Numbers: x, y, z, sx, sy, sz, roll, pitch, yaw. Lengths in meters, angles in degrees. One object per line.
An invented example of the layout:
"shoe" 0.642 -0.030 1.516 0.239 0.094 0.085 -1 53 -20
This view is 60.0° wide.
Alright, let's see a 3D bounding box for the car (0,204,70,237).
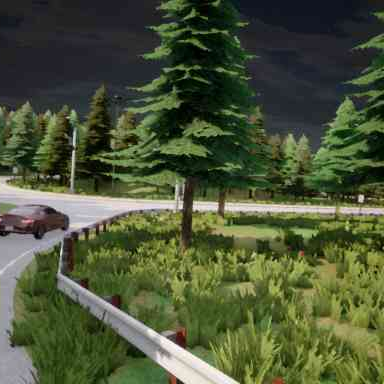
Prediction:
"car" -7.661 1.336 16.413 1.812 1.442 4.674 4 1 2
